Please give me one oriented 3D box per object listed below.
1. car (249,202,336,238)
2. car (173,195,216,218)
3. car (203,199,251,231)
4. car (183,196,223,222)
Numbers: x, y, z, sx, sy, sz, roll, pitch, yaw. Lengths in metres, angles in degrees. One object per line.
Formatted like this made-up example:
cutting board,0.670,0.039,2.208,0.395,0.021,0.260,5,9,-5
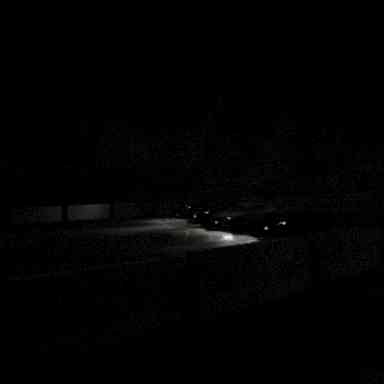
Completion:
car,5.225,1.303,16.308,4.674,1.442,1.812,-1,1,-35
car,0.764,1.091,26.017,4.553,1.767,2.097,-1,1,-35
car,3.193,1.303,19.158,4.674,1.442,1.812,-1,1,-35
car,2.185,1.245,22.733,4.902,1.511,2.128,-1,1,-35
